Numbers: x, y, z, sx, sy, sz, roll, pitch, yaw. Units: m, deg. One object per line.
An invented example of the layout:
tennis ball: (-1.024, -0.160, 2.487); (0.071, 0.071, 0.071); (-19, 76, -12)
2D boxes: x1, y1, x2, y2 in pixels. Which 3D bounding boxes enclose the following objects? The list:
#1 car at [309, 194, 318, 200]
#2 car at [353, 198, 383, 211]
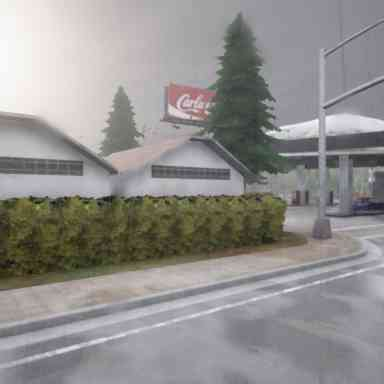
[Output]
car: (32.038, 1.354, 88.985); (2.152, 1.636, 5.027); (0, 0, -36)
car: (21.009, 1.492, 39.482); (4.611, 1.667, 2.242); (0, 0, -36)
